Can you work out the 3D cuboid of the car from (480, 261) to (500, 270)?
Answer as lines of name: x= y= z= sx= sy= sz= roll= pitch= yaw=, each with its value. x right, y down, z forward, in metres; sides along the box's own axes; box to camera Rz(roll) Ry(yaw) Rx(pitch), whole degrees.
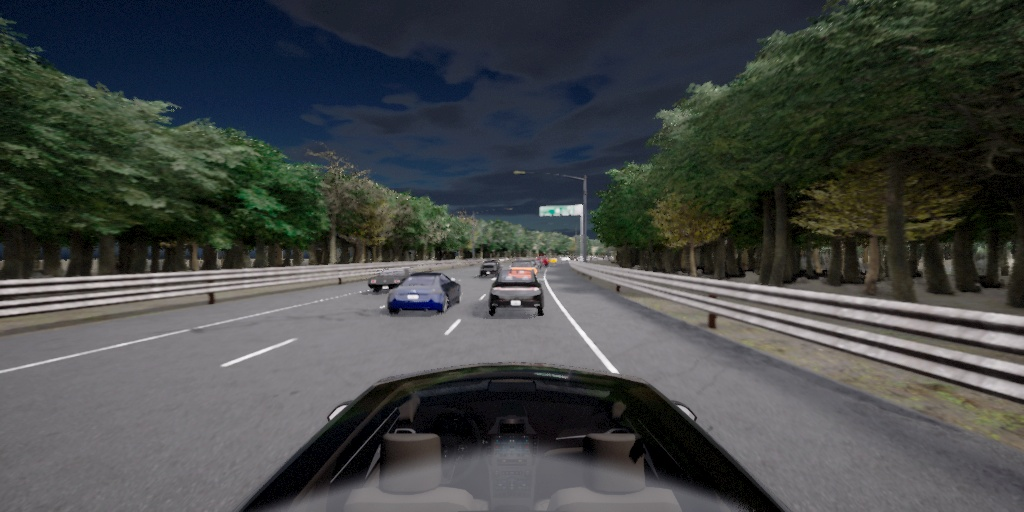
car: x=-1.960 y=1.258 z=35.159 sx=1.837 sy=1.490 sz=4.892 roll=0 pitch=0 yaw=5

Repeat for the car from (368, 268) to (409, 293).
car: x=-6.433 y=1.347 z=20.739 sx=1.895 sy=1.301 sz=4.718 roll=0 pitch=0 yaw=3

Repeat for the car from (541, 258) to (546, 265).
car: x=3.752 y=1.300 z=55.895 sx=2.033 sy=1.411 sz=5.357 roll=0 pitch=0 yaw=8

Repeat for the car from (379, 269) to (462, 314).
car: x=-3.189 y=1.316 z=13.772 sx=1.994 sy=1.385 sz=4.181 roll=0 pitch=0 yaw=2

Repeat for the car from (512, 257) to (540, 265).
car: x=0.827 y=1.112 z=26.739 sx=2.097 sy=1.767 sz=4.553 roll=0 pitch=0 yaw=4

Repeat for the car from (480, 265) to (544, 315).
car: x=0.200 y=1.251 z=13.632 sx=2.128 sy=1.511 sz=4.902 roll=0 pitch=0 yaw=2
